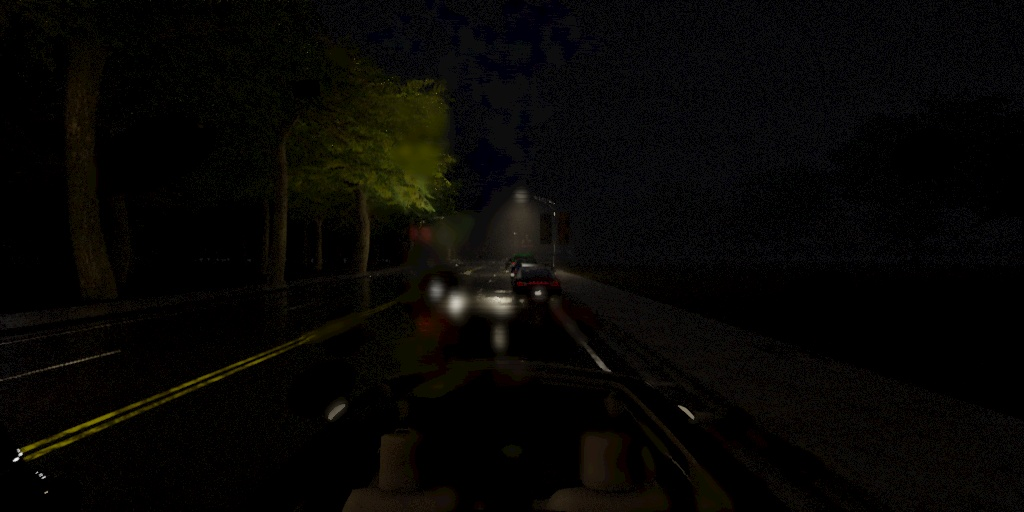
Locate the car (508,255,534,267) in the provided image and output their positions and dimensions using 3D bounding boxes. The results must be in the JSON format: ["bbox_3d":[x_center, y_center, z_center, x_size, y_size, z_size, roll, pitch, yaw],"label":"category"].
[{"bbox_3d":[0.965,0.987,25.261,2.097,1.767,4.553,0,0,0],"label":"car"}]

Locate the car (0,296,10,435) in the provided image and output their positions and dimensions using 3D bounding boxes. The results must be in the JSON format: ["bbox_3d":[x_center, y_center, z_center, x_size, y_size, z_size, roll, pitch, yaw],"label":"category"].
[{"bbox_3d":[-6.601,1.228,1.538,1.882,1.535,5.008,0,0,0],"label":"car"}]

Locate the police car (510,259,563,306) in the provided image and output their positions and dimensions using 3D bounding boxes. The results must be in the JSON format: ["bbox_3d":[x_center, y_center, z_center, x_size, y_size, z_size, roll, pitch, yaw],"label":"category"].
[{"bbox_3d":[0.969,1.108,15.401,1.930,1.638,5.238,0,0,0],"label":"police car"}]

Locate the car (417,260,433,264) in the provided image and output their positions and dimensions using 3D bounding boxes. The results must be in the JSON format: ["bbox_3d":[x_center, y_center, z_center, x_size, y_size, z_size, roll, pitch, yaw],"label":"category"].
[{"bbox_3d":[-9.860,1.137,41.073,1.994,1.385,4.181,0,0,0],"label":"car"}]

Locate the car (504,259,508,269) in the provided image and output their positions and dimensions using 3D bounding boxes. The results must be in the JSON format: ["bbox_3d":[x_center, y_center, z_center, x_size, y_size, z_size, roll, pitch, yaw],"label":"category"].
[{"bbox_3d":[-0.007,1.049,51.522,1.837,1.490,4.892,0,0,0],"label":"car"}]

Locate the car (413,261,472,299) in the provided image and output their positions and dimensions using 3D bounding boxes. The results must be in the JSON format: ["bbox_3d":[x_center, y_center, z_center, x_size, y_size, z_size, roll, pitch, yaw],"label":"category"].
[{"bbox_3d":[-3.156,1.177,17.466,1.837,1.490,4.892,0,0,0],"label":"car"}]
